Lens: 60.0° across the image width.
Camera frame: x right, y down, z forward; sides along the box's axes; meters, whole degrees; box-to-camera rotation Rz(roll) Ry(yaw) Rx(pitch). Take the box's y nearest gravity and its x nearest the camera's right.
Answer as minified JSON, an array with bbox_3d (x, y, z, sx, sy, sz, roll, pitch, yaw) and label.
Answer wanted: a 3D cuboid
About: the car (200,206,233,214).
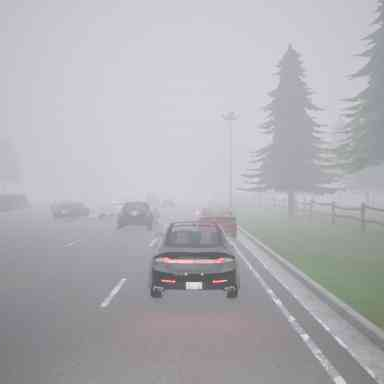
[{"bbox_3d":[1.236,1.478,17.821,1.882,1.535,5.008,0,0,0],"label":"car"}]

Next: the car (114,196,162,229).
[{"bbox_3d":[-3.387,1.352,21.695,2.097,1.767,4.553,0,0,0],"label":"car"}]

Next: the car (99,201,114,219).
[{"bbox_3d":[-6.895,1.525,29.340,1.812,1.442,4.674,0,0,0],"label":"car"}]

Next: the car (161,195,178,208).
[{"bbox_3d":[-3.384,1.525,49.078,1.812,1.442,4.674,0,0,0],"label":"car"}]

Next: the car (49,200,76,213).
[{"bbox_3d":[-14.759,1.601,38.165,1.895,1.301,4.718,0,0,-8],"label":"car"}]

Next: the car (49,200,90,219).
[{"bbox_3d":[-10.382,1.564,28.942,1.994,1.385,4.181,0,0,0],"label":"car"}]

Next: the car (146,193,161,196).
[{"bbox_3d":[-6.866,1.223,57.366,2.150,2.045,5.566,0,0,0],"label":"car"}]

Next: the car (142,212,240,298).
[{"bbox_3d":[0.057,1.492,8.480,2.128,1.511,4.902,0,0,0],"label":"car"}]

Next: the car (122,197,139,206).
[{"bbox_3d":[-10.365,1.601,56.428,1.895,1.301,4.718,0,0,0],"label":"car"}]
